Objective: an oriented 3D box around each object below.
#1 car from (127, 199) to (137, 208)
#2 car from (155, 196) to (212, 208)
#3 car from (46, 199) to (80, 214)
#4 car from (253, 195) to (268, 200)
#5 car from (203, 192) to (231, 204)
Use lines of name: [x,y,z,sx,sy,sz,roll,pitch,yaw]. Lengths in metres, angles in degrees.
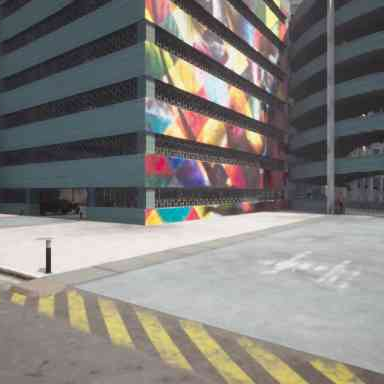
car: [-6.083,1.463,42.305,4.718,1.301,1.895,0,0,36]
car: [-0.974,1.320,29.317,4.674,1.452,2.002,0,0,36]
car: [-13.256,1.413,33.178,4.786,1.482,2.161,0,0,36]
car: [18.588,1.481,90.391,4.892,1.521,2.231,0,0,36]
car: [4.147,1.028,57.740,5.566,2.045,2.435,0,0,36]
